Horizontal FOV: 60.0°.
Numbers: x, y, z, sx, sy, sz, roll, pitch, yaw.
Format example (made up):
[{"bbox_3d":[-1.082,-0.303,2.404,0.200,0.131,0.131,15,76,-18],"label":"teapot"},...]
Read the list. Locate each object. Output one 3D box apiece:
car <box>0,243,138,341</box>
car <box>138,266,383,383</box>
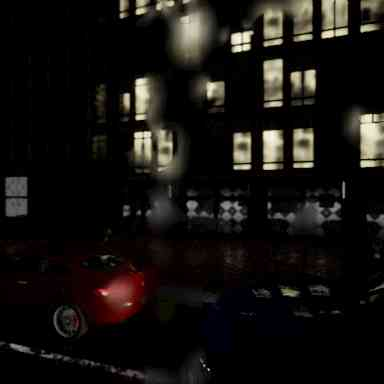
[{"bbox_3d":[-2.701,1.628,6.212,4.206,1.307,1.802,0,0,21],"label":"car"},{"bbox_3d":[2.636,1.245,2.232,5.566,2.045,2.150,0,0,21],"label":"car"}]
